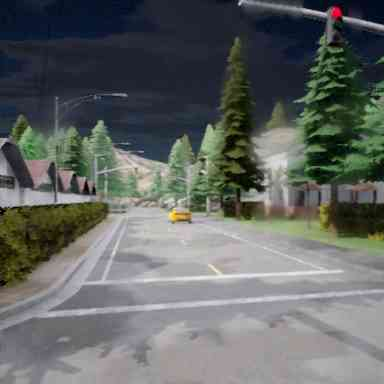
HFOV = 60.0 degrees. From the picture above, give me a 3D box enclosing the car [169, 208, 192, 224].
[{"bbox_3d":[-1.268,2.345,33.914,1.882,1.535,5.008,0,-1,-10],"label":"car"}]
